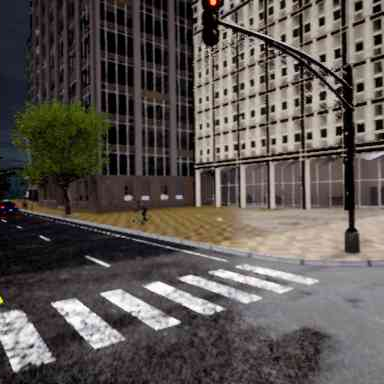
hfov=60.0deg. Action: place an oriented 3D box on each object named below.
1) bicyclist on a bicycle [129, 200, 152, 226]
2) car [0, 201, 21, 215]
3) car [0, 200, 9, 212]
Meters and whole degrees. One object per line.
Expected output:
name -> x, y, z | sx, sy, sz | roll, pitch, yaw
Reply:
bicyclist on a bicycle -> -3.260, 1.344, 21.107 | 1.656, 1.620, 0.582 | -1, 0, -36
car -> -21.033, 1.833, 38.067 | 1.812, 1.442, 4.674 | -1, 0, -36
car -> -26.962, 1.942, 46.121 | 2.033, 1.411, 5.357 | -1, 0, -36
